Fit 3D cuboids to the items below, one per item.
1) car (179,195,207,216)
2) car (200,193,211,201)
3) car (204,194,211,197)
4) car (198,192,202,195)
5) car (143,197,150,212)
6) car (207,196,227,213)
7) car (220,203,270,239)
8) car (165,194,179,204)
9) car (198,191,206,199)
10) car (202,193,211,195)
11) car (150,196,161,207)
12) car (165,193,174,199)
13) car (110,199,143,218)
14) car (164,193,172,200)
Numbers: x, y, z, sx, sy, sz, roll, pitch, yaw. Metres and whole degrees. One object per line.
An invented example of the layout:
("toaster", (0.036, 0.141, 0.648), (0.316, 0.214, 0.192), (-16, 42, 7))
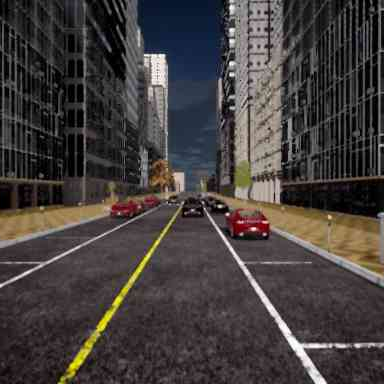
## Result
("car", (0.076, 1.328, 30.167), (1.882, 1.535, 5.008), (0, 1, 0))
("car", (2.708, 1.072, 67.999), (1.967, 1.590, 4.097), (0, 0, 0))
("car", (2.702, 1.333, 45.231), (1.947, 1.339, 4.313), (0, 0, 0))
("car", (0.015, 1.222, 53.693), (2.163, 1.488, 4.792), (0, 0, 0))
("car", (-5.681, 1.413, 33.857), (1.802, 1.307, 4.206), (0, 0, 0))
("car", (2.699, 1.397, 33.847), (1.947, 1.339, 4.313), (0, 0, 0))
("car", (2.696, 1.466, 16.770), (1.887, 1.381, 4.507), (0, 0, 0))
("car", (-3.046, 1.205, 56.750), (1.837, 1.490, 4.892), (0, 0, 0))
("car", (2.713, 0.800, 90.767), (2.192, 1.841, 5.009), (0, 0, 0))
("car", (2.705, 1.268, 56.615), (1.947, 1.339, 4.313), (0, 0, 0))
("car", (-5.678, 1.312, 45.241), (1.887, 1.381, 4.507), (0, 0, 0))
("car", (-5.670, 1.073, 85.090), (2.008, 1.369, 4.403), (0, 0, 0))
("car", (-5.682, 1.406, 28.163), (1.887, 1.381, 4.507), (0, 0, 0))
("car", (-5.671, 1.086, 79.226), (1.752, 1.417, 4.829), (0, 0, 0))
